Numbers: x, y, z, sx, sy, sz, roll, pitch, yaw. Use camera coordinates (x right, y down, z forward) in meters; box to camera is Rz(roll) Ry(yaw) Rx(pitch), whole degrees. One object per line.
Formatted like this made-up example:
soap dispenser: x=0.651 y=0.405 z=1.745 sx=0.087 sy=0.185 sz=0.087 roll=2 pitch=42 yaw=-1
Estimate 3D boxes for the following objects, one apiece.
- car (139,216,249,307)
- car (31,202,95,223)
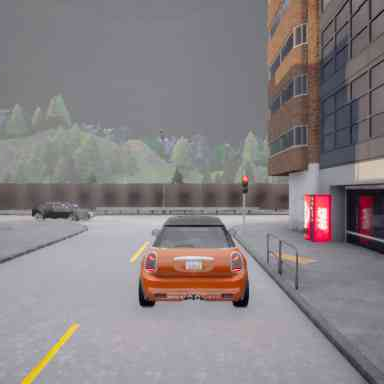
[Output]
car: x=0.045 y=1.352 z=8.155 sx=2.097 sy=1.767 sz=4.553 roll=0 pitch=0 yaw=0
car: x=-9.804 y=1.492 z=25.339 sx=4.902 sy=1.511 sz=2.128 roll=0 pitch=0 yaw=15
